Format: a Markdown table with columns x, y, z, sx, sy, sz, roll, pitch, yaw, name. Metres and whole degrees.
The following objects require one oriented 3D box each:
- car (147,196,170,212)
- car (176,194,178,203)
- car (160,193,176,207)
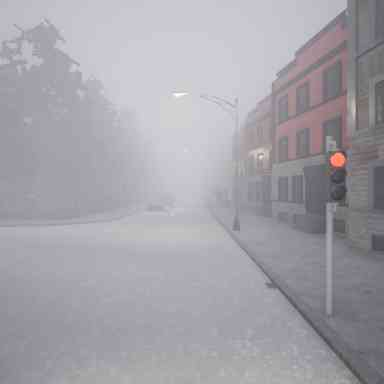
| x | y | z | sx | sy | sz | roll | pitch | yaw | name |
| --- | --- | --- | --- | --- | --- | --- | --- | --- | --- |
| -4.121 | 1.547 | 39.391 | 2.033 | 1.411 | 5.357 | 0 | 0 | 0 | car |
| -4.035 | 1.252 | 67.364 | 2.150 | 2.045 | 5.566 | 0 | 0 | 0 | car |
| -4.122 | 1.219 | 51.620 | 2.150 | 2.045 | 5.566 | 0 | 0 | 0 | car |
